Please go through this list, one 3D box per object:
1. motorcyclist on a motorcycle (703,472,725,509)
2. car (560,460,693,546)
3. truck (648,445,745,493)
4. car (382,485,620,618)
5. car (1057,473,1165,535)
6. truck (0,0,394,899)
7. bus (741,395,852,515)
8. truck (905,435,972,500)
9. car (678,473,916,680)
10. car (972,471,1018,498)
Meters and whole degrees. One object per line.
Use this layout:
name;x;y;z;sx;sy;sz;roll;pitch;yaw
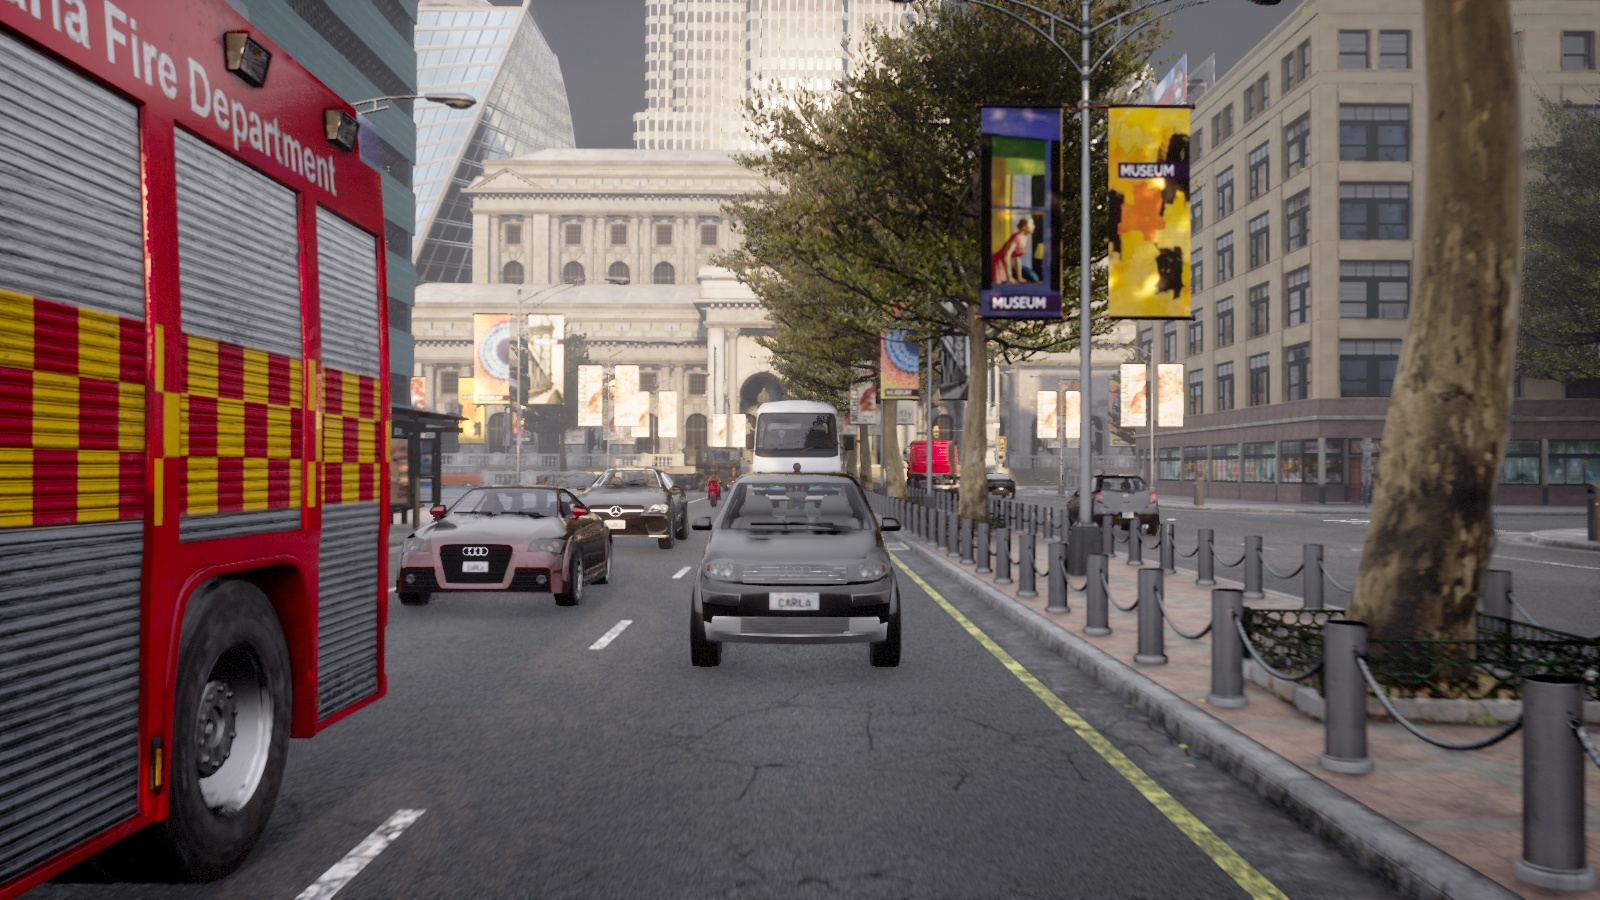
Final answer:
motorcyclist on a motorcycle;-3.623;1.700;53.145;0.797;1.523;2.044;0;-1;0
car;-3.563;1.054;26.717;2.152;1.651;5.027;0;-1;0
truck;-7.845;1.441;94.297;2.891;3.462;7.936;1;-1;-43
car;-3.536;1.155;15.693;1.994;1.385;4.181;0;-1;0
car;7.925;1.337;32.315;1.845;1.501;3.633;0;-1;0
truck;-3.509;-0.300;2.171;2.891;3.827;8.468;0;-1;0
bus;-0.121;0.273;49.851;3.944;4.253;10.273;0;-1;0
truck;7.786;0.998;71.510;2.891;3.462;7.936;0;-1;0
car;-0.026;0.982;11.302;1.789;1.549;3.705;0;-1;0
car;11.283;1.968;72.985;1.882;1.535;5.008;0;-1;0
